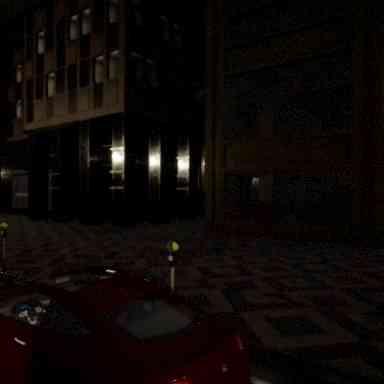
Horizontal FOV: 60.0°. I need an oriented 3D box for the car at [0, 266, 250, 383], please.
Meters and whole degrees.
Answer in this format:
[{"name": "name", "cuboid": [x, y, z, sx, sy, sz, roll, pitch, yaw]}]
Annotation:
[{"name": "car", "cuboid": [-1.381, 1.575, 3.950, 4.206, 1.307, 1.802, 0, 0, 36]}]
